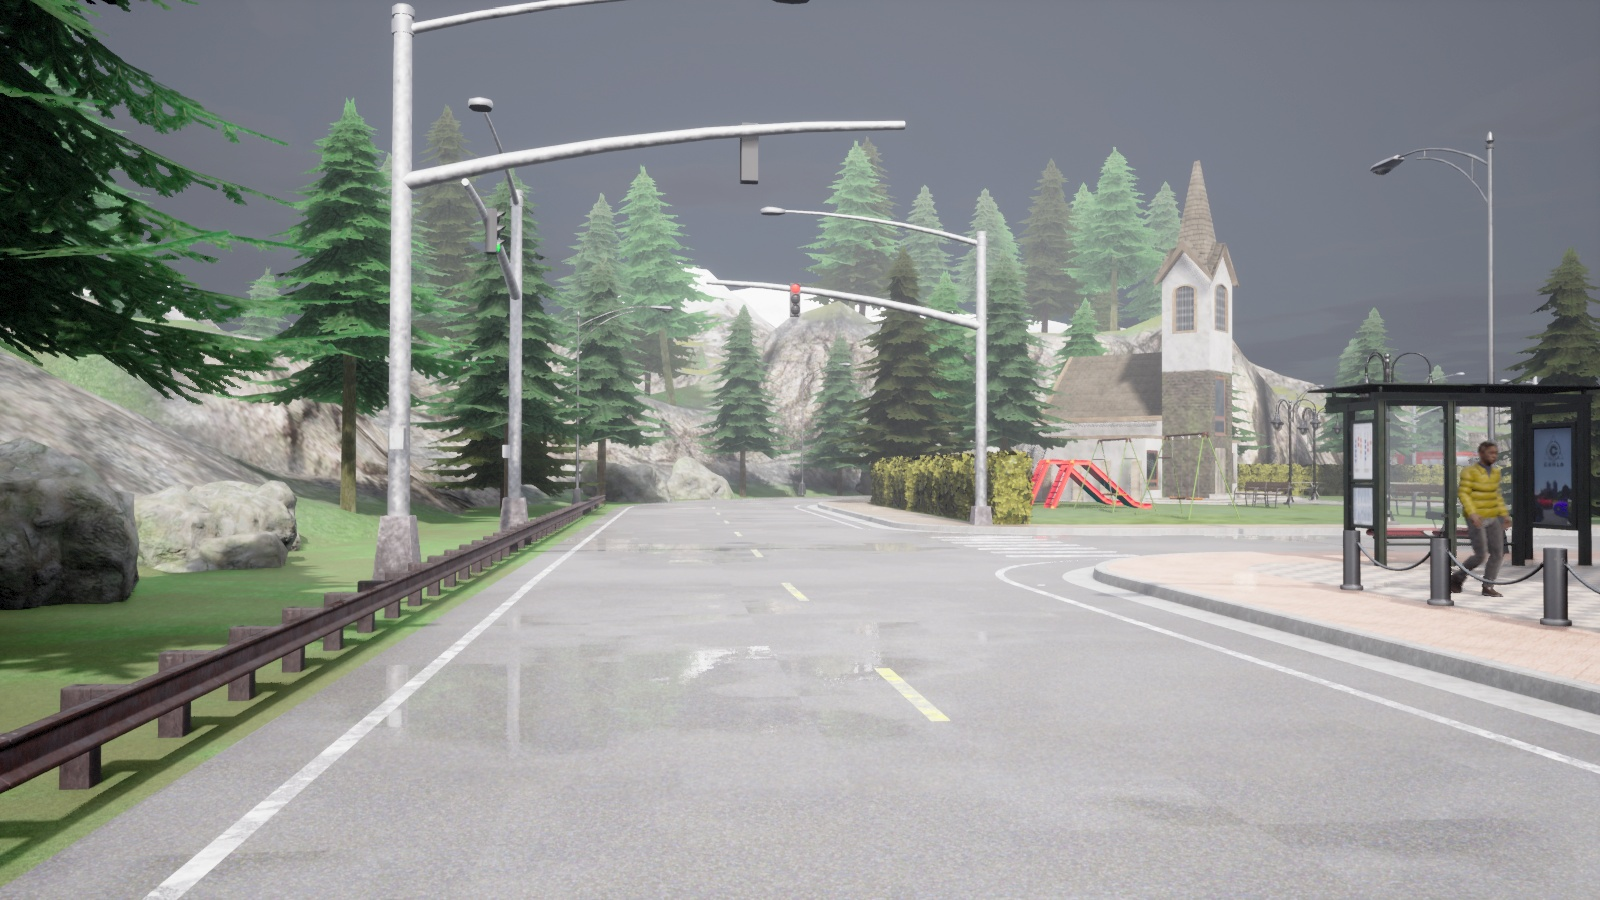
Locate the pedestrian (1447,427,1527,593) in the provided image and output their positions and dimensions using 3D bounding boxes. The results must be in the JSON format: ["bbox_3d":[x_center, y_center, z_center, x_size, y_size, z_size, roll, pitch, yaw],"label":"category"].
[{"bbox_3d":[7.811,0.674,14.295,0.431,1.840,0.709,0,-1,-8],"label":"pedestrian"}]
